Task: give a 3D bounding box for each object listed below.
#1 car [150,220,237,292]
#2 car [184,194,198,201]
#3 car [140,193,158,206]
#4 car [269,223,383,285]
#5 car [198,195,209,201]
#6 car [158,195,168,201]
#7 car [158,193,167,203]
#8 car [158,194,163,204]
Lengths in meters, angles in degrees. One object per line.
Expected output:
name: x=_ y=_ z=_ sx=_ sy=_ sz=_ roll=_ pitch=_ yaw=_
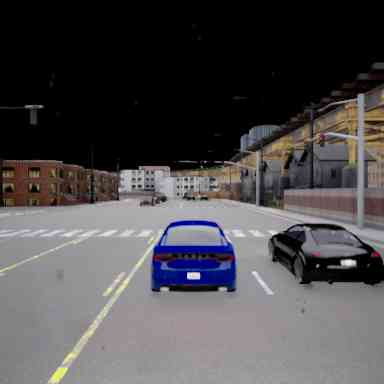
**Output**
car: x=0.040 y=1.486 z=8.984 sx=1.882 sy=1.535 sz=5.008 roll=0 pitch=0 yaw=0
car: x=-0.237 y=1.422 z=86.718 sx=2.097 sy=1.767 sz=4.553 roll=0 pitch=0 yaw=-3
car: x=-7.222 y=1.400 z=54.570 sx=2.097 sy=1.767 sz=4.553 roll=0 pitch=0 yaw=0
car: x=3.544 y=1.572 z=9.523 sx=1.994 sy=1.385 sz=4.181 roll=0 pitch=0 yaw=0
car: x=3.250 y=1.548 z=87.616 sx=1.882 sy=1.535 sz=5.008 roll=0 pitch=0 yaw=-3
car: x=-7.214 y=1.613 z=84.110 sx=2.033 sy=1.411 sz=5.357 roll=0 pitch=0 yaw=0
car: x=-7.186 y=1.290 z=73.604 sx=2.150 sy=2.045 sz=5.566 roll=0 pitch=0 yaw=0
car: x=-7.213 y=1.582 z=63.369 sx=1.812 sy=1.442 sz=4.674 roll=0 pitch=0 yaw=0
